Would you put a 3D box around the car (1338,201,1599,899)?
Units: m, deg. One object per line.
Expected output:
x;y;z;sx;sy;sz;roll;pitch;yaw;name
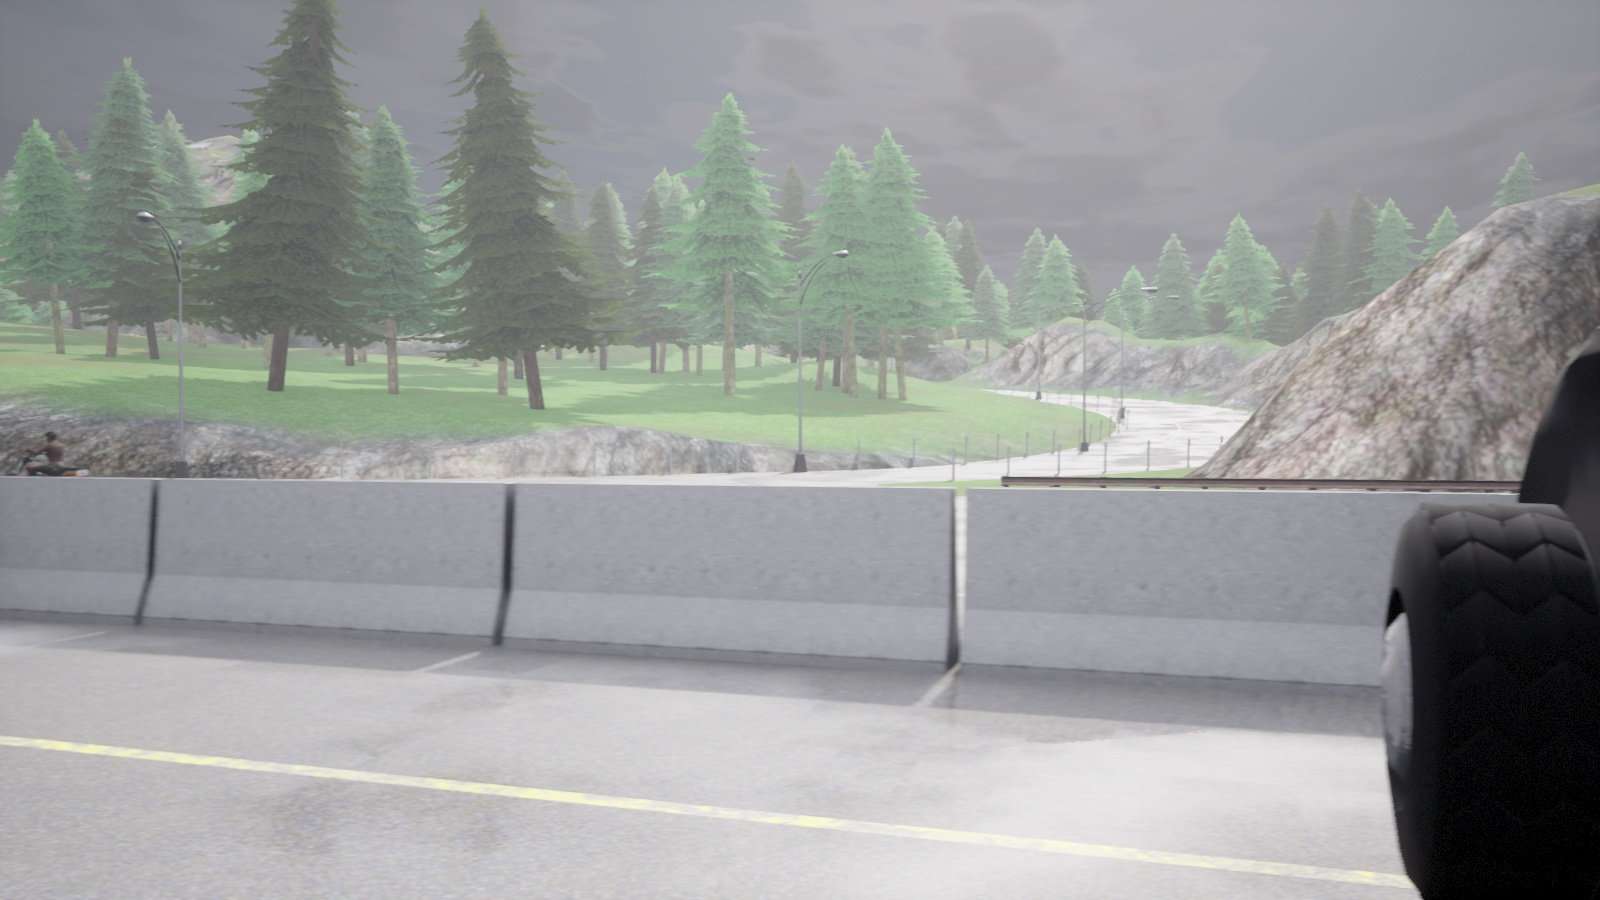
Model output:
3.112;0.598;2.143;3.866;1.878;1.905;1;1;19;car

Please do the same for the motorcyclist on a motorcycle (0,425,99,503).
-16.408;0.280;27.175;2.350;1.649;0.766;0;1;19;motorcyclist on a motorcycle
